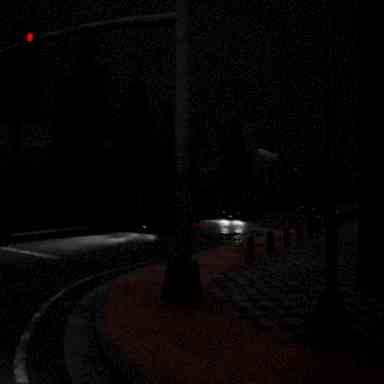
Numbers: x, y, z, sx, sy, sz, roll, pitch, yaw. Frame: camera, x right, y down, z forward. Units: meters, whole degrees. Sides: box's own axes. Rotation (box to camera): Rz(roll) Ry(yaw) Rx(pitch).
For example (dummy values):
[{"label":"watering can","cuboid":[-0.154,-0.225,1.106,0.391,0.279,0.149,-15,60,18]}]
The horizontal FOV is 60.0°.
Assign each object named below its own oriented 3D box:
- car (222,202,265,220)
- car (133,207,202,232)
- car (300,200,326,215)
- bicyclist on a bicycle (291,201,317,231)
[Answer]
[{"label":"car","cuboid":[4.650,1.584,29.225,2.033,1.411,5.357,0,0,35]},{"label":"car","cuboid":[-1.421,1.637,20.515,1.895,1.301,4.718,0,0,35]},{"label":"car","cuboid":[12.722,1.578,34.383,2.033,1.411,5.357,0,0,35]},{"label":"bicyclist on a bicycle","cuboid":[6.327,1.326,18.552,1.656,1.620,0.582,0,0,35]}]
